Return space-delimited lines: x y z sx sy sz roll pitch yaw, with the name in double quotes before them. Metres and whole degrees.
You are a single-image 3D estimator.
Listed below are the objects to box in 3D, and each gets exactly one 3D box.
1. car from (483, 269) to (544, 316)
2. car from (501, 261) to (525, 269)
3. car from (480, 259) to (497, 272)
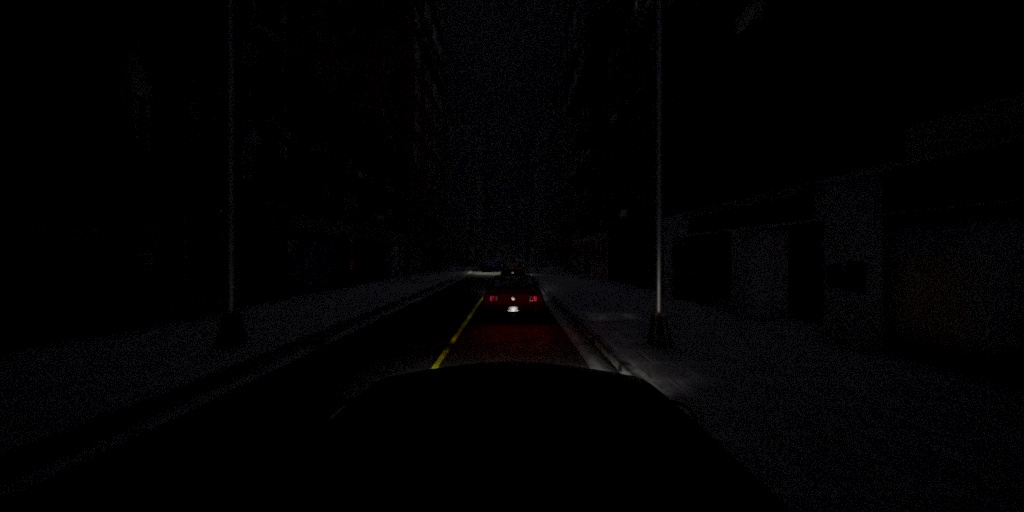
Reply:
"car" 0.059 1.326 13.156 1.895 1.301 4.718 0 0 0
"car" 0.069 1.164 30.747 1.882 1.535 5.008 0 0 0
"car" -2.839 1.135 44.286 1.882 1.535 5.008 0 0 0
